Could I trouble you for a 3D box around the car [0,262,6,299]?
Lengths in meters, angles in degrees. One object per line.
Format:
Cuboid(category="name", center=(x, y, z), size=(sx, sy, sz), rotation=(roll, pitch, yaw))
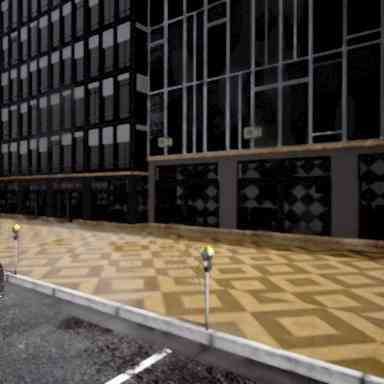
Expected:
Cuboid(category="car", center=(-5.481, 1.539, 6.782), size=(4.403, 1.369, 2.008), rotation=(0, 0, 35))
